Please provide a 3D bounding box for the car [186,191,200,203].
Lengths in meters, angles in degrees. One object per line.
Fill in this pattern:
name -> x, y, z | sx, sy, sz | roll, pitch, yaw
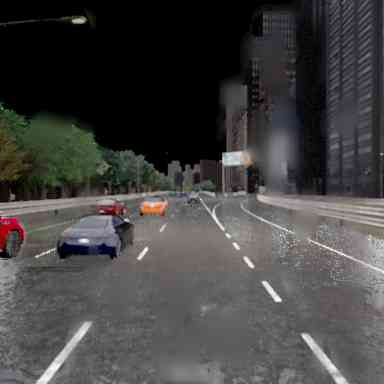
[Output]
car -> 0.322, 1.124, 58.607 | 1.882, 1.535, 5.008 | 0, 0, 0

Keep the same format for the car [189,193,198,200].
car -> 0.296, 1.024, 78.255 | 2.128, 1.511, 4.902 | 0, 0, 0

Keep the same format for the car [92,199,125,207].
car -> -6.826, 1.314, 27.541 | 1.882, 1.535, 5.008 | 0, 0, 0

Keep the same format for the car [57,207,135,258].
car -> -3.378, 1.489, 12.435 | 1.994, 1.385, 4.181 | 0, 0, 0

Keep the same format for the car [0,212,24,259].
car -> -6.888, 1.166, 9.133 | 2.150, 2.045, 5.566 | 0, 0, 0

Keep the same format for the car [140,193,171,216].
car -> -3.311, 1.173, 29.997 | 2.097, 1.767, 4.553 | 0, 0, 0
